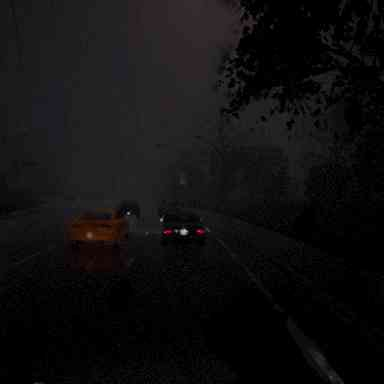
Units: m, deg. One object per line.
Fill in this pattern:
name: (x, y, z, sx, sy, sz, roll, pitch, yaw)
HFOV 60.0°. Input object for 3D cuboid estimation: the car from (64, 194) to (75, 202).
car: (-25.456, 1.293, 69.202, 1.837, 1.490, 4.892, 0, 0, -26)

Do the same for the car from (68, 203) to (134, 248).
car: (-3.953, 1.469, 14.786, 1.882, 1.535, 5.008, 0, 0, -4)

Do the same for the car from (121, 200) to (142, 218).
car: (-5.623, 1.486, 29.854, 1.837, 1.490, 4.892, 0, 0, -9)

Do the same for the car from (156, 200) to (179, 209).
car: (-2.168, 1.468, 30.410, 2.128, 1.511, 4.902, 0, 0, -9)

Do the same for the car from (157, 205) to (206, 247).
car: (-0.460, 1.549, 15.014, 2.033, 1.411, 5.357, 0, 0, -4)

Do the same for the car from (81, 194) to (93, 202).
car: (-22.371, 1.150, 70.858, 2.097, 1.767, 4.553, 0, 0, -26)
